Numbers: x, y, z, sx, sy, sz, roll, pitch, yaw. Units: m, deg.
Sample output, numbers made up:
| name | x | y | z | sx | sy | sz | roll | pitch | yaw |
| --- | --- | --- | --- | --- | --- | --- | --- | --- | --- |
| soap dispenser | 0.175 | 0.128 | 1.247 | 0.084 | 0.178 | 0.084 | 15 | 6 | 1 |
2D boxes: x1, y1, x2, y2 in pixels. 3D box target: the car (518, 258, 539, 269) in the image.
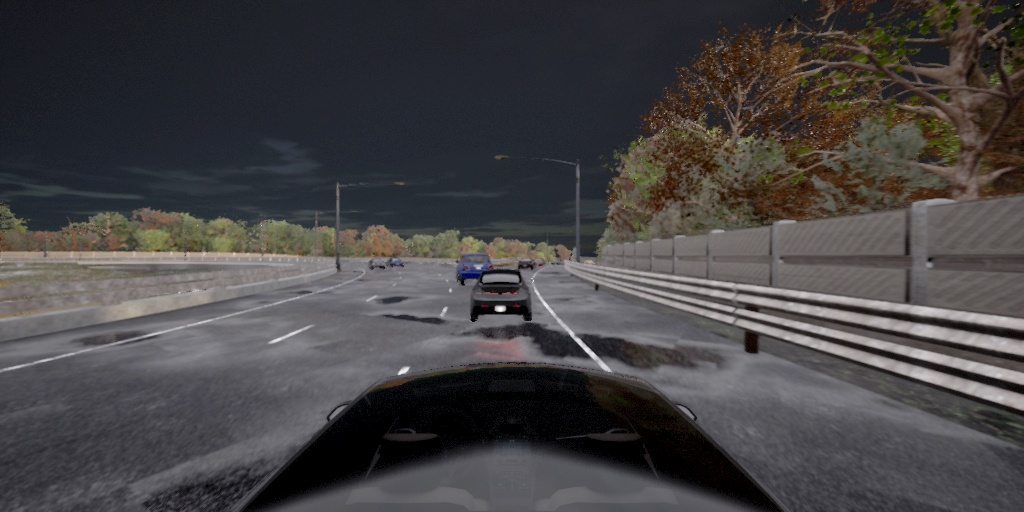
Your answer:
| name | x | y | z | sx | sy | sz | roll | pitch | yaw |
| --- | --- | --- | --- | --- | --- | --- | --- | --- | --- |
| car | 1.934 | 0.969 | 45.290 | 1.882 | 1.535 | 5.008 | 0 | 0 | 9 |

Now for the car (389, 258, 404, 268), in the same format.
| name | x | y | z | sx | sy | sz | roll | pitch | yaw |
| --- | --- | --- | --- | --- | --- | --- | --- | --- | --- |
| car | -18.251 | 1.015 | 55.696 | 1.812 | 1.442 | 4.674 | 0 | 0 | -29 |

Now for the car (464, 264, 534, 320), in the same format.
| name | x | y | z | sx | sy | sz | roll | pitch | yaw |
| --- | --- | --- | --- | --- | --- | --- | --- | --- | --- |
| car | -0.356 | 1.194 | 12.324 | 1.837 | 1.490 | 4.892 | 0 | 0 | -1 |

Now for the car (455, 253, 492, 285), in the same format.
| name | x | y | z | sx | sy | sz | roll | pitch | yaw |
| --- | --- | --- | --- | --- | --- | --- | --- | --- | --- |
| car | -2.682 | 0.844 | 25.063 | 2.150 | 2.045 | 5.566 | 0 | 0 | -12 |

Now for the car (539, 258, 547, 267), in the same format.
| name | x | y | z | sx | sy | sz | roll | pitch | yaw |
| --- | --- | --- | --- | --- | --- | --- | --- | --- | --- |
| car | 4.325 | 0.981 | 57.298 | 1.994 | 1.385 | 4.181 | 0 | 0 | 12 |

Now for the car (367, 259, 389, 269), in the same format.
| name | x | y | z | sx | sy | sz | roll | pitch | yaw |
| --- | --- | --- | --- | --- | --- | --- | --- | --- | --- |
| car | -18.651 | 1.076 | 49.212 | 2.033 | 1.411 | 5.357 | 0 | 0 | -27 |
